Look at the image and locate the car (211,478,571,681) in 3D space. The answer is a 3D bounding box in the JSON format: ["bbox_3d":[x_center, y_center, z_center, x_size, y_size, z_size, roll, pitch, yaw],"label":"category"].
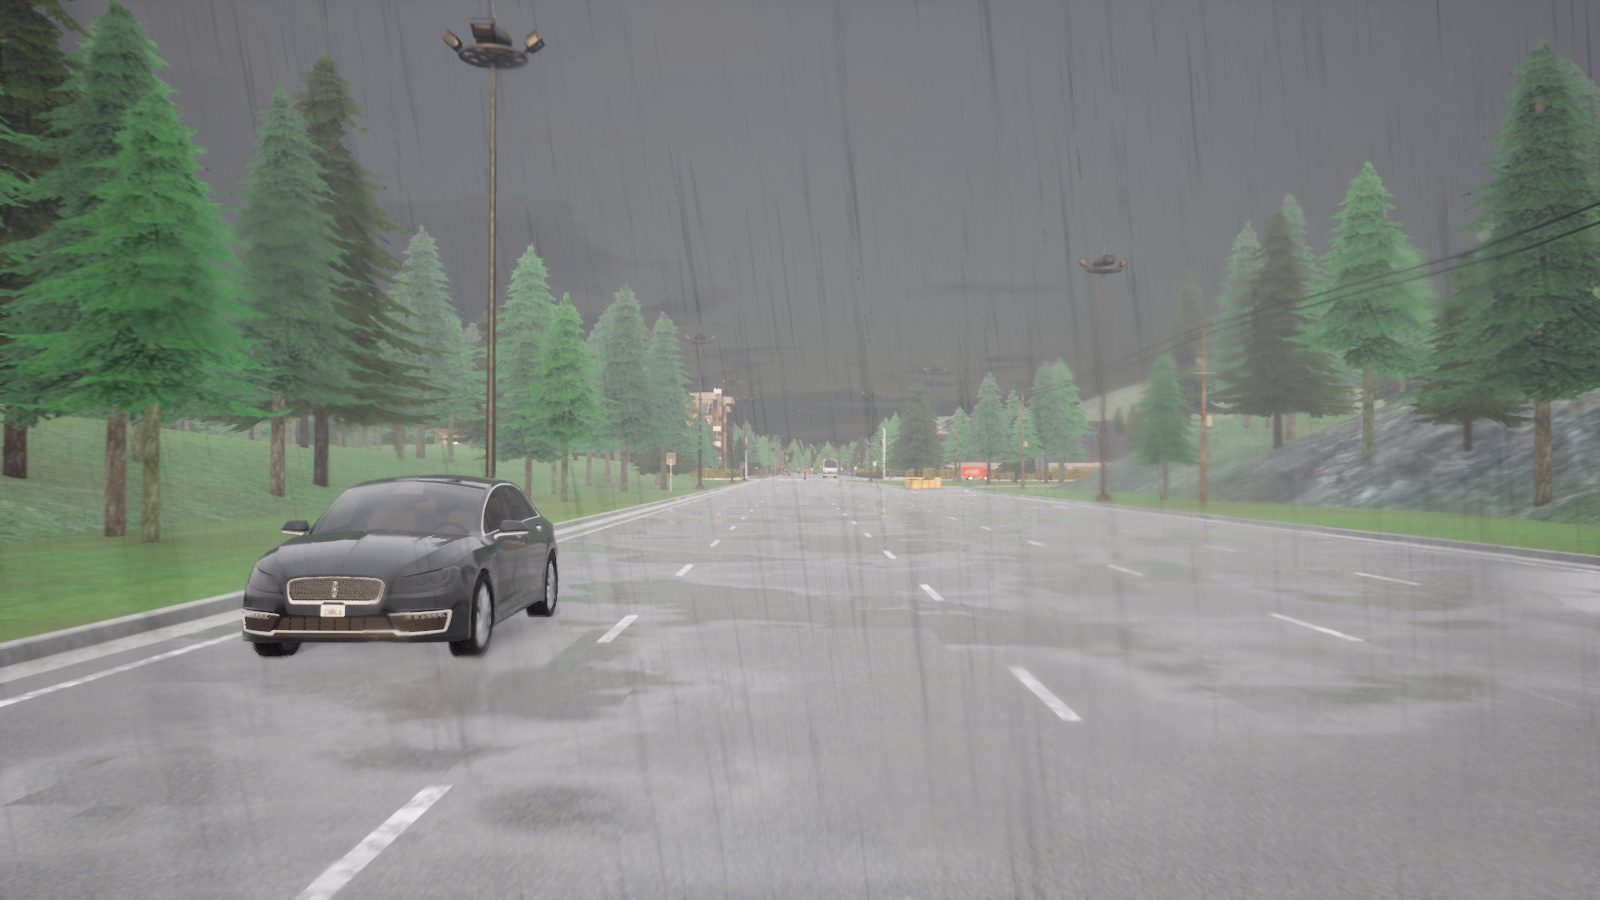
[{"bbox_3d":[-3.528,1.033,11.918,1.837,1.490,4.892,0,-1,0],"label":"car"}]
